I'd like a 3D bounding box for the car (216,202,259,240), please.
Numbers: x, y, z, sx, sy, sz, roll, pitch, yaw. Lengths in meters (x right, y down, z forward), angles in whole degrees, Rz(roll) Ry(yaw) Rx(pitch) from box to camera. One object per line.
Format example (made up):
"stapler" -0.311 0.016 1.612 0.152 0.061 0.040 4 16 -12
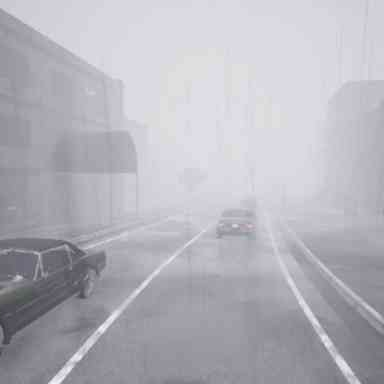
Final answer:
"car" 2.311 1.462 16.653 2.033 1.411 5.357 1 1 11

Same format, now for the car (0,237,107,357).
"car" -3.131 1.540 5.585 1.895 1.301 4.718 1 0 6

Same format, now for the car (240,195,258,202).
"car" 6.289 1.083 36.855 1.882 1.535 5.008 1 1 11
